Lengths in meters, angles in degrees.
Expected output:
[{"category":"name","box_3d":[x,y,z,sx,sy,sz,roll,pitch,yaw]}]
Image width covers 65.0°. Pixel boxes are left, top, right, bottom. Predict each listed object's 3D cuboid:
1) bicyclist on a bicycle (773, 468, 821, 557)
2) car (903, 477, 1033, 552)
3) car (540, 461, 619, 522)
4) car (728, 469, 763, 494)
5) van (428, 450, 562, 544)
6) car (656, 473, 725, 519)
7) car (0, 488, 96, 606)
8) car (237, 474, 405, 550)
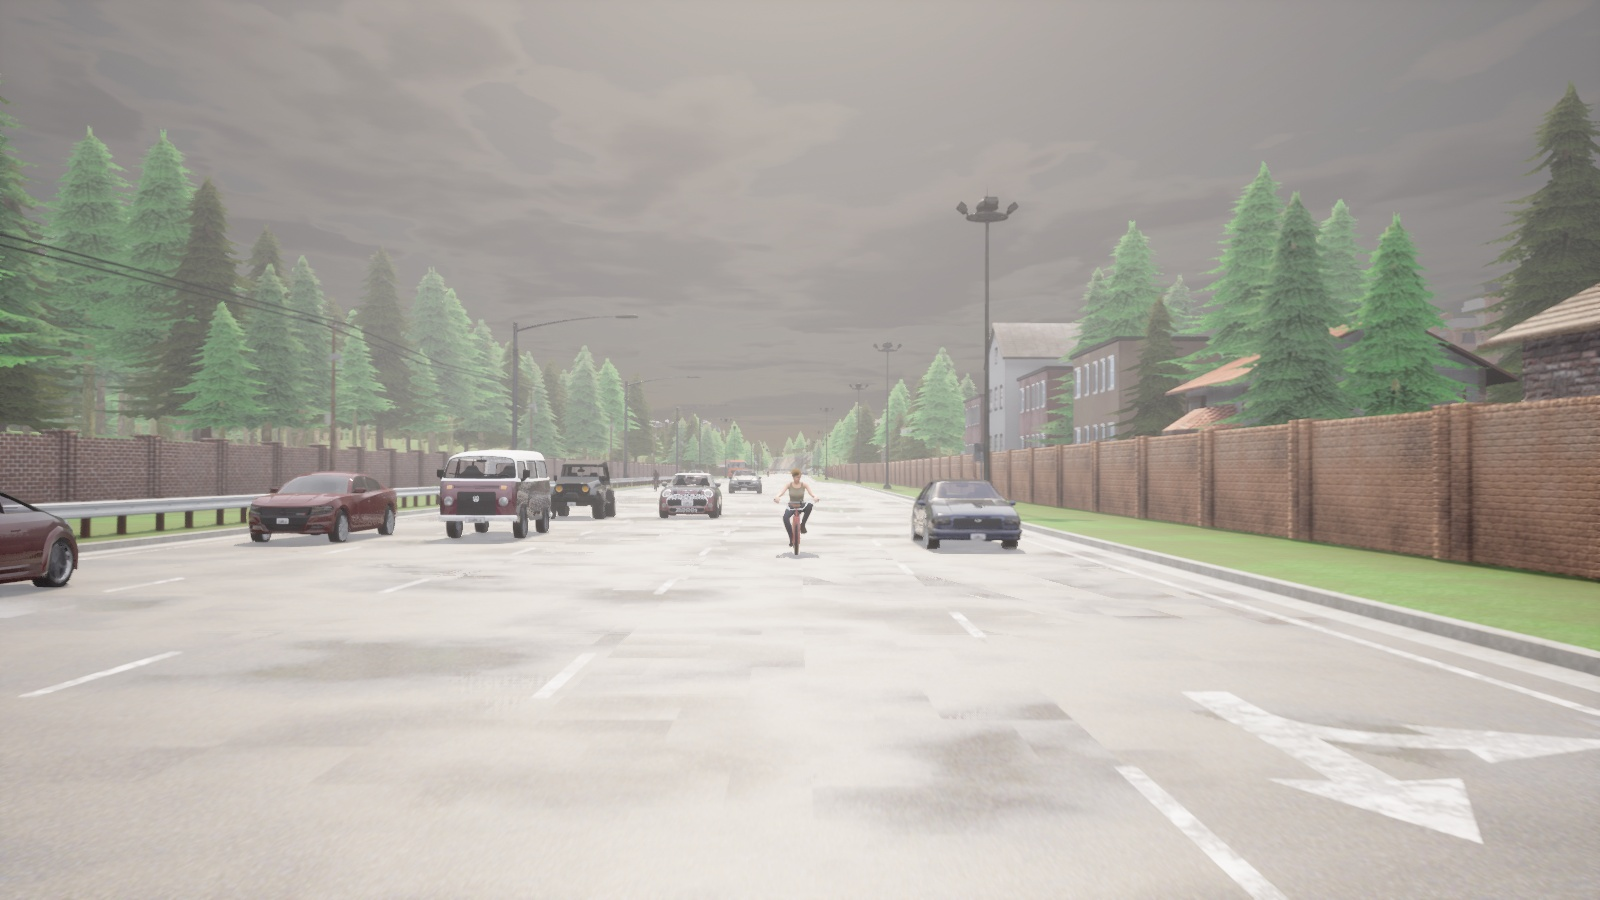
[{"category":"bicyclist on a bicycle","box_3d":[-0.055,1.146,23.569,0.866,1.612,1.509,0,-1,0]},{"category":"car","box_3d":[3.438,1.296,26.751,2.033,1.411,5.357,0,-1,0]},{"category":"car","box_3d":[-7.102,1.323,40.839,1.905,1.878,3.866,0,-1,0]},{"category":"car","box_3d":[-3.714,2.116,86.135,2.242,1.667,4.611,0,-1,0]},{"category":"van","box_3d":[-7.075,1.062,29.597,2.069,2.038,4.480,0,-1,0]},{"category":"car","box_3d":[-3.604,1.497,41.968,1.970,1.475,3.806,0,-1,0]},{"category":"car","box_3d":[-10.537,1.171,14.936,1.994,1.385,4.181,0,-1,0]},{"category":"car","box_3d":[-10.570,1.306,28.151,1.882,1.535,5.008,0,-1,0]}]
